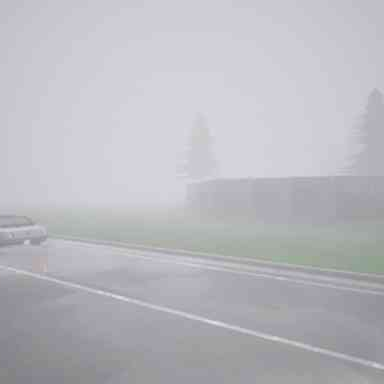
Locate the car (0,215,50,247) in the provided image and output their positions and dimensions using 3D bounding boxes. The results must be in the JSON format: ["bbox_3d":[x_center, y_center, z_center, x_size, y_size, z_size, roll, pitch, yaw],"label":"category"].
[{"bbox_3d":[-8.171,1.640,14.120,4.718,1.301,1.895,0,0,36],"label":"car"}]
